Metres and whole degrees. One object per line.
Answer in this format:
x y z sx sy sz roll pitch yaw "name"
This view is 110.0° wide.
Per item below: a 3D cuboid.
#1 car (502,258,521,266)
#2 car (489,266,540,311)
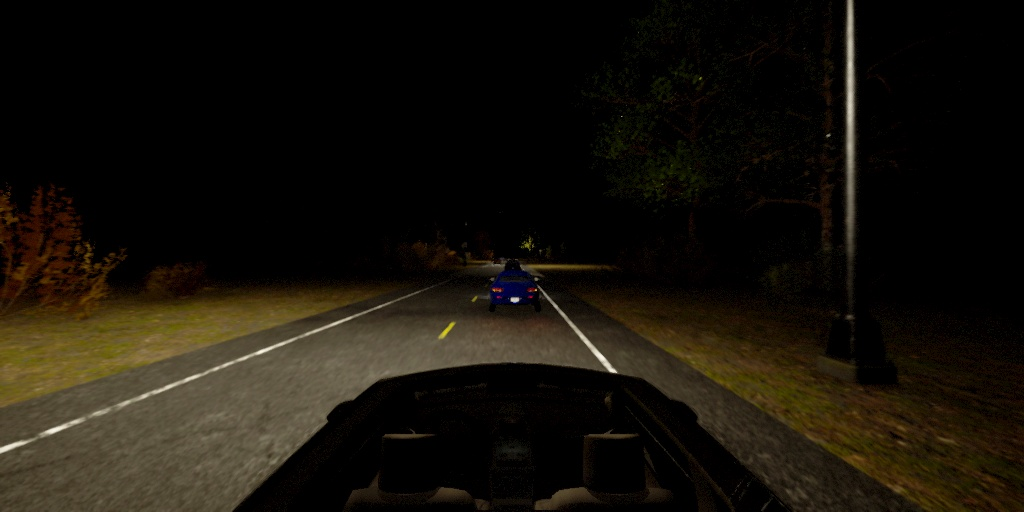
0.094 1.259 44.968 1.882 1.535 5.008 0 0 0 "car"
0.098 1.292 14.349 1.812 1.442 4.674 0 0 0 "car"
